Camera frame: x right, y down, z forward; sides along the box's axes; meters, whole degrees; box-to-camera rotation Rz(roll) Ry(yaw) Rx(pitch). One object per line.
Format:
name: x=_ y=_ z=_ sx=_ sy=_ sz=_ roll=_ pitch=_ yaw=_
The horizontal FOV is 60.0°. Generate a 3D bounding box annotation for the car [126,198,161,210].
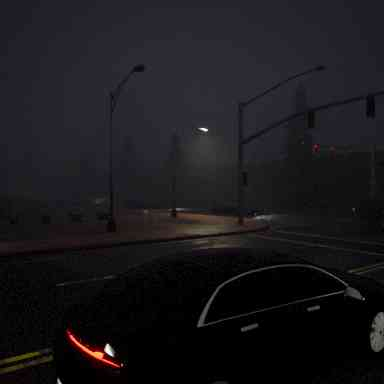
car: x=-6.710 y=1.526 z=43.425 sx=4.674 sy=1.442 sz=1.812 roll=0 pitch=0 yaw=41

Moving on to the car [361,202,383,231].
car: x=12.497 y=1.505 z=18.552 sx=1.837 sy=1.490 sz=4.892 roll=0 pitch=0 yaw=-34

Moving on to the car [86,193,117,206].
car: x=-14.582 y=1.222 z=52.998 sx=5.566 sy=2.045 sz=2.150 roll=0 pitch=0 yaw=25

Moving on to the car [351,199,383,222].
car: x=14.325 y=1.351 z=24.502 sx=4.553 sy=1.767 sz=2.097 roll=0 pitch=0 yaw=37

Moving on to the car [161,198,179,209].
car: x=-3.731 y=1.564 z=45.377 sx=4.181 sy=1.385 sz=1.994 roll=0 pitch=0 yaw=42

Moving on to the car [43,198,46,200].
car: x=-26.243 y=1.352 z=63.797 sx=4.553 sy=1.767 sz=2.097 roll=0 pitch=0 yaw=9

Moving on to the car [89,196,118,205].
car: x=-16.283 y=1.478 z=61.331 sx=5.008 sy=1.535 sz=1.882 roll=0 pitch=0 yaw=21

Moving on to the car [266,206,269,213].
car: x=5.650 y=1.503 z=34.171 sx=1.837 sy=1.490 sz=4.892 roll=0 pitch=1 yaw=-36

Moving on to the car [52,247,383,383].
car: x=0.813 y=1.505 z=4.378 sx=4.892 sy=1.490 sz=1.837 roll=0 pitch=0 yaw=-35

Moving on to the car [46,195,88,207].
car: x=-19.320 y=1.548 z=51.327 sx=5.357 sy=1.411 sz=2.033 roll=0 pitch=0 yaw=21

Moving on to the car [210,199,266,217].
car: x=3.900 y=1.547 z=30.722 sx=2.033 sy=1.411 sz=5.357 roll=0 pitch=0 yaw=-36
